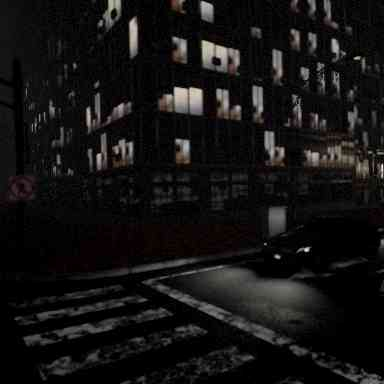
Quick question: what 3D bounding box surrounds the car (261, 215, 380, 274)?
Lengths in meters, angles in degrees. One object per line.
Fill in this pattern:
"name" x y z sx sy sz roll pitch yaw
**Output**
"car" 4.300 1.513 10.733 4.674 1.442 1.812 -1 0 -36
